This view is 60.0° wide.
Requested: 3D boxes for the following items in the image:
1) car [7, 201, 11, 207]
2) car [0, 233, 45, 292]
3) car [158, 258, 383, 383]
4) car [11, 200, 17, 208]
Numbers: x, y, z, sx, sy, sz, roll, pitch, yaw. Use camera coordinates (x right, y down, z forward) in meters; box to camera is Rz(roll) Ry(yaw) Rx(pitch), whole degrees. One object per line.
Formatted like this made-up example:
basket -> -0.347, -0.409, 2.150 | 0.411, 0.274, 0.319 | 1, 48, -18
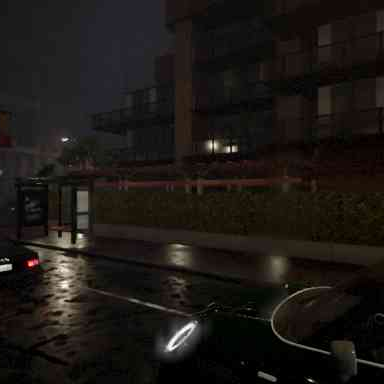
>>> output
car -> -24.563, 1.477, 49.090 | 1.882, 1.535, 5.008 | 0, 0, 35
car -> -5.735, 1.547, 8.039 | 5.357, 1.411, 2.033 | 0, 0, 36
car -> 1.882, 1.352, 2.662 | 4.553, 1.767, 2.097 | 0, 0, 35
car -> -22.065, 1.505, 46.547 | 1.837, 1.490, 4.892 | 0, 0, 36
